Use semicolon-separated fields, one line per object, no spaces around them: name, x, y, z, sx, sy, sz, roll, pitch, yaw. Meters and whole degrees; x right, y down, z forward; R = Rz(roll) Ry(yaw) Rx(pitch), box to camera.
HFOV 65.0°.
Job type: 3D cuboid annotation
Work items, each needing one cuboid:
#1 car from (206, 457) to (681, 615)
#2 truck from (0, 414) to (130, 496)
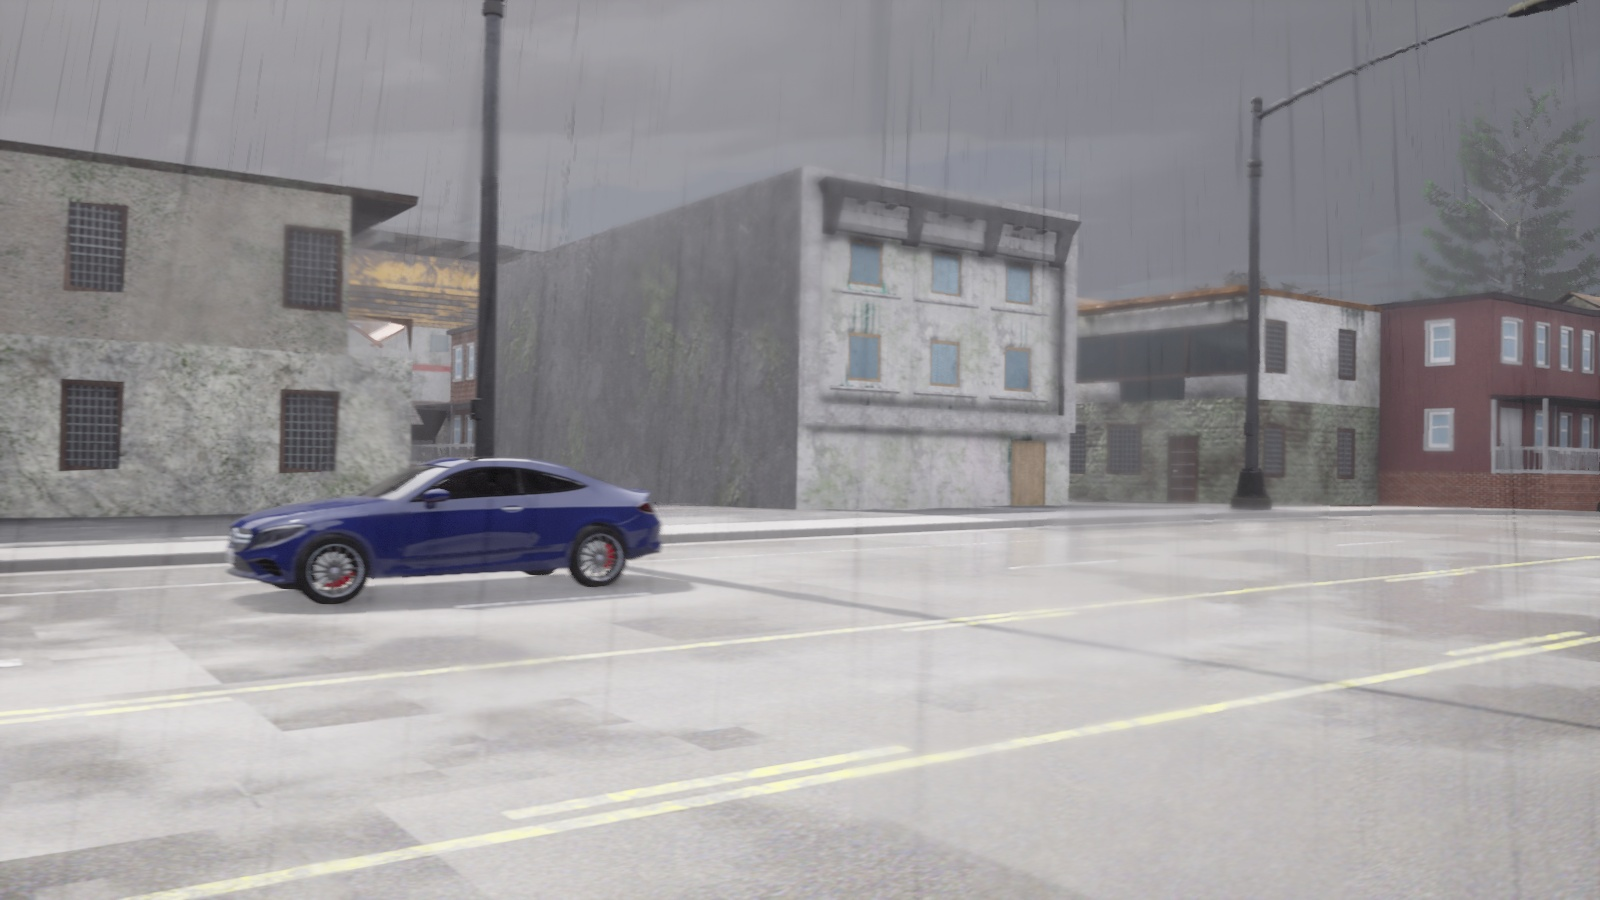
car;-3.807;0.813;13.802;4.674;1.442;1.812;0;0;-35
truck;-37.264;0.275;60.518;8.468;3.827;2.891;1;-1;-35
